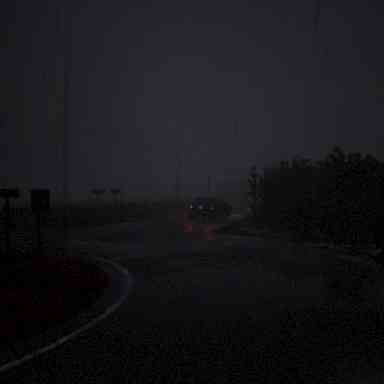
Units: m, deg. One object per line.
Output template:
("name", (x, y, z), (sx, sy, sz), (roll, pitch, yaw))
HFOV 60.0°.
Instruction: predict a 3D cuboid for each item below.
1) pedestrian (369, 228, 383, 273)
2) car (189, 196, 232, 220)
("pedestrian", (4.936, 1.187, 8.729), (0.375, 1.860, 0.375), (-1, 0, -8))
("car", (1.510, 1.130, 25.662), (2.097, 1.767, 4.553), (0, 1, 25))
